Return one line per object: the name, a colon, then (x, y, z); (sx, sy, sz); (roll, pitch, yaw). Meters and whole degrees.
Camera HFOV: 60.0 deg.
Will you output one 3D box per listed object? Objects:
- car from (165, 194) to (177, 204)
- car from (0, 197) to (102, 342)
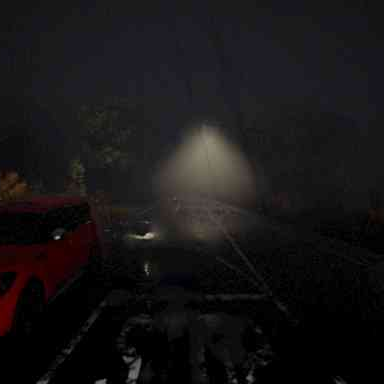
car: (-3.837, 1.220, 61.296); (2.097, 1.767, 4.553); (0, 0, -1)
car: (-3.496, 1.199, 6.825); (2.150, 2.045, 5.566); (0, 2, 0)
